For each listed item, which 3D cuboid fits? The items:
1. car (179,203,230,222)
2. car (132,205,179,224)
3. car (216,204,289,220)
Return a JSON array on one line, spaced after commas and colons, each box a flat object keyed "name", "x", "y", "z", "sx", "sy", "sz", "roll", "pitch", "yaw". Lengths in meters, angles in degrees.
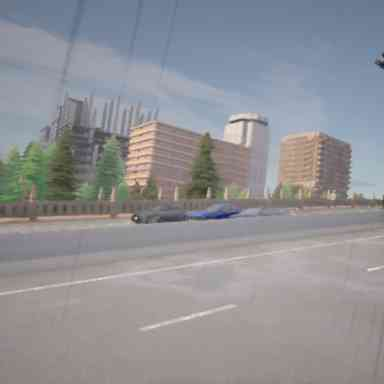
[{"name": "car", "x": 1.891, "y": 1.534, "z": 22.543, "sx": 5.008, "sy": 1.535, "sz": 1.882, "roll": 0, "pitch": 0, "yaw": -36}, {"name": "car", "x": -2.201, "y": 1.609, "z": 23.921, "sx": 4.181, "sy": 1.385, "sz": 1.994, "roll": 0, "pitch": 0, "yaw": -36}, {"name": "car", "x": 3.936, "y": 1.582, "z": 19.702, "sx": 4.674, "sy": 1.442, "sz": 1.812, "roll": 0, "pitch": 0, "yaw": -36}]
